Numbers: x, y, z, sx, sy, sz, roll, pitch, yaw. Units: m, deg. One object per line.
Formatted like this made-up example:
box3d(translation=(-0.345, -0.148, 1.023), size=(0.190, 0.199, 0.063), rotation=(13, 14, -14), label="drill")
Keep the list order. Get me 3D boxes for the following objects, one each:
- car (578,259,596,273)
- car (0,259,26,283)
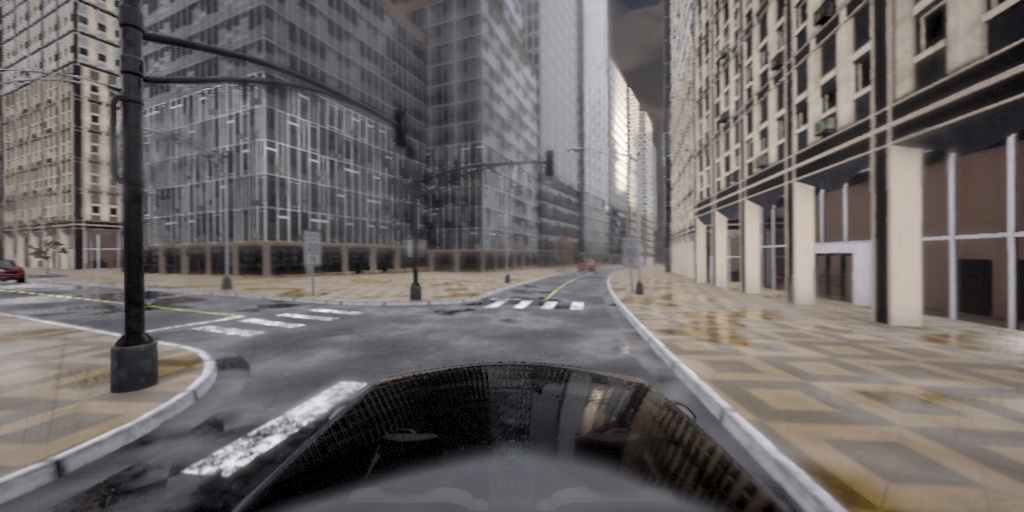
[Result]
box3d(translation=(11.852, 1.532, 56.349), size=(2.150, 2.045, 5.566), rotation=(0, -1, 22), label="car")
box3d(translation=(-36.429, 1.010, 25.047), size=(4.553, 1.767, 2.097), rotation=(0, 0, 23), label="car")
